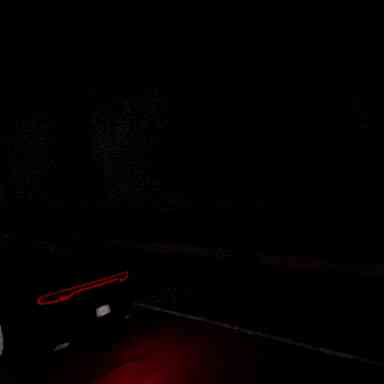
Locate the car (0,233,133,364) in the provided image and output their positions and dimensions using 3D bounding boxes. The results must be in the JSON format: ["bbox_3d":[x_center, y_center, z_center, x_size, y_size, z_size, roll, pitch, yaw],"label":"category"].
[{"bbox_3d":[-3.311,1.482,5.889,5.008,1.535,1.882,0,0,32],"label":"car"}]
